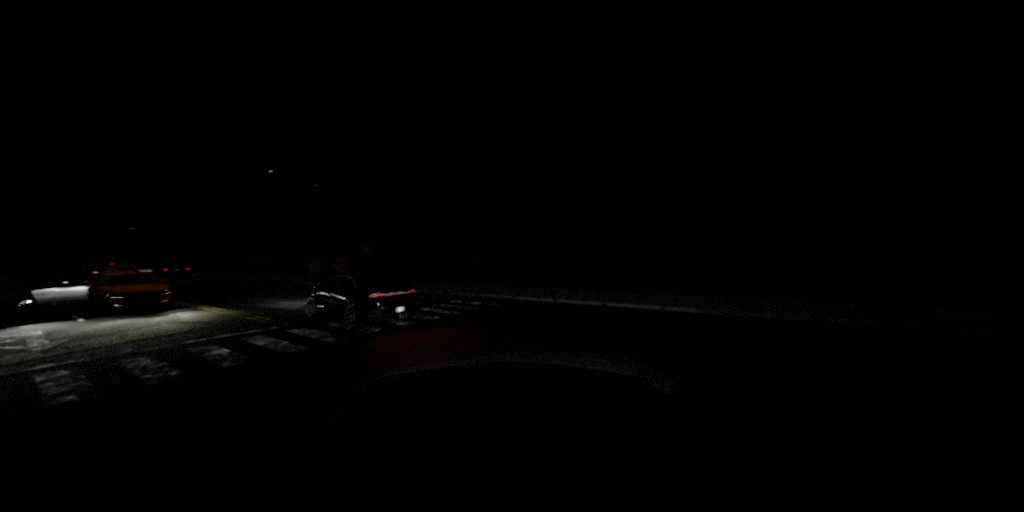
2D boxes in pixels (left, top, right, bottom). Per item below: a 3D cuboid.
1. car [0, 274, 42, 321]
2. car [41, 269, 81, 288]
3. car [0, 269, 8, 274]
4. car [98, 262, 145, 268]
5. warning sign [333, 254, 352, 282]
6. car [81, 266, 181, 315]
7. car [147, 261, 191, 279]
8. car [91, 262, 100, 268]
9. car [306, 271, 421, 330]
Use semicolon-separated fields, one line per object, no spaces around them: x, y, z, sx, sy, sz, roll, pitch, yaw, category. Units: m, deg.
-17.913;1.508;12.297;4.674;1.442;1.812;-1;1;34;car
-35.742;1.709;28.491;4.718;1.301;1.895;-1;1;35;car
-37.217;1.684;25.557;4.892;1.490;1.837;-1;1;35;car
-34.749;1.519;31.873;5.008;1.535;1.882;-1;1;35;car
-10.756;0.813;22.801;1.060;1.860;1.300;0;0;34;warning sign
-15.811;1.384;14.795;5.008;1.535;1.882;-1;1;34;car
-32.780;1.320;34.454;4.553;1.767;2.097;-1;1;35;car
-42.973;1.671;37.442;5.357;1.411;2.033;-1;1;34;car
-4.838;1.234;11.311;4.902;1.511;2.128;0;1;42;car
